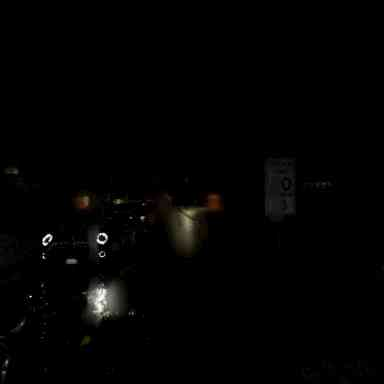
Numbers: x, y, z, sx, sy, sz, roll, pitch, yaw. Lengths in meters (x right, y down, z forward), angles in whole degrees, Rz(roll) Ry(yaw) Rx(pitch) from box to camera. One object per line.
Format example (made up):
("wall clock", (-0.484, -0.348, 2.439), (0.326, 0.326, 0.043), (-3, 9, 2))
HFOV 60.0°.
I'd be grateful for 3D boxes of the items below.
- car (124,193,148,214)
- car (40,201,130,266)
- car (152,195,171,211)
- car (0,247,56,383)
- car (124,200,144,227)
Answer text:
("car", (-5.736, 1.184, 34.291), (2.150, 2.045, 5.566), (-1, 0, -7))
("car", (-3.583, 1.377, 11.640), (2.097, 1.767, 4.553), (-1, 0, -4))
("car", (-3.514, 1.401, 39.695), (1.837, 1.490, 4.892), (-1, 0, -7))
("car", (-2.924, 1.588, 2.240), (2.033, 1.411, 5.357), (-1, 0, -4))
("car", (-4.515, 1.505, 22.663), (1.837, 1.490, 4.892), (-1, 0, -6))
